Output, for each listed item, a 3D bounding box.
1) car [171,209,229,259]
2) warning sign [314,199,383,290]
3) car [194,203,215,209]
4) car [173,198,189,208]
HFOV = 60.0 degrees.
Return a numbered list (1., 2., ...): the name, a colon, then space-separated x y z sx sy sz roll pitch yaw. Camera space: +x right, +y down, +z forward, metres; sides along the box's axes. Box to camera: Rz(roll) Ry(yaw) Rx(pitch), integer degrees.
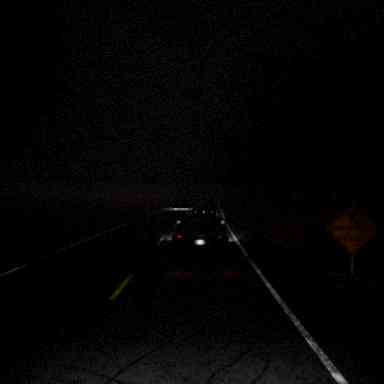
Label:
1. car: 0.326 1.561 12.573 1.994 1.385 4.181 0 0 2
2. warning sign: 3.655 1.119 7.577 1.300 1.860 1.060 2 2 1
3. car: 1.056 1.583 28.125 1.895 1.301 4.718 0 0 4
4. car: -1.484 1.512 46.335 1.994 1.385 4.181 0 0 4
